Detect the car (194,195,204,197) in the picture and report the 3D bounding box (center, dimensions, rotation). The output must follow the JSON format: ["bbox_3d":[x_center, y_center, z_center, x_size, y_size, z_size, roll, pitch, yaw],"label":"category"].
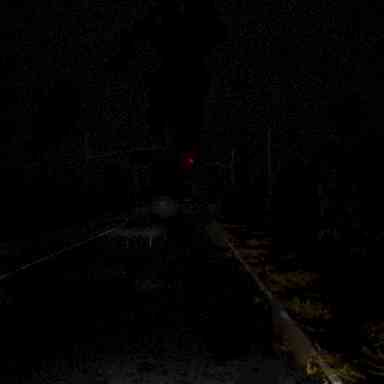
[{"bbox_3d":[1.849,1.691,81.806,2.150,2.045,5.566,0,-3,8],"label":"car"}]

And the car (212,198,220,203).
[{"bbox_3d":[6.671,2.341,91.683,1.882,1.535,5.008,0,-2,6],"label":"car"}]

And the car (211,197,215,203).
[{"bbox_3d":[5.075,1.873,79.618,1.812,1.442,4.674,0,-3,8],"label":"car"}]

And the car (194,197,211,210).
[{"bbox_3d":[1.447,1.900,50.771,1.994,1.385,4.181,0,2,5],"label":"car"}]

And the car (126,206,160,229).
[{"bbox_3d":[-3.471,1.744,24.186,1.882,1.535,5.008,0,-1,1],"label":"car"}]
